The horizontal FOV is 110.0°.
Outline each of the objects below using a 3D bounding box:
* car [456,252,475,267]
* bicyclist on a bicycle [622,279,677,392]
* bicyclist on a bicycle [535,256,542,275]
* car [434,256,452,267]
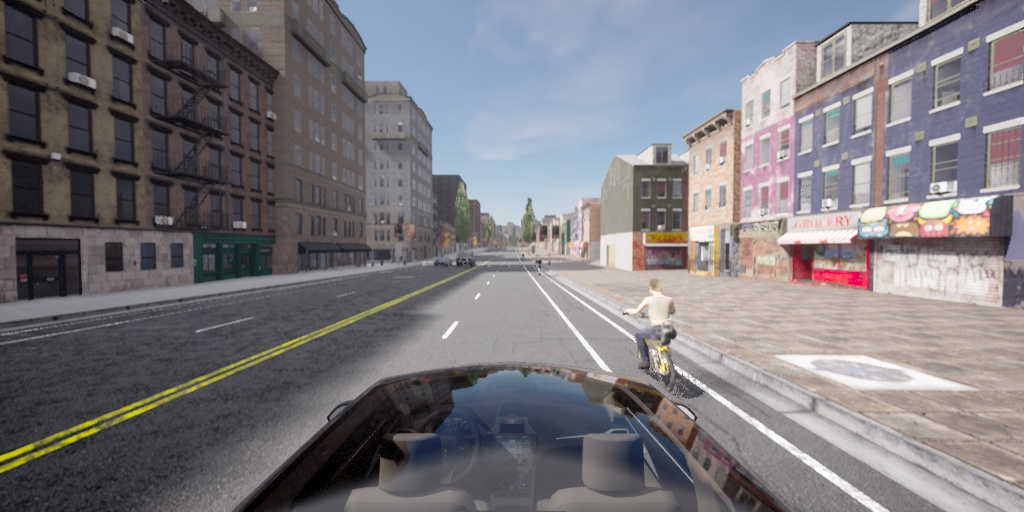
[{"bbox_3d":[-6.448,0.445,50.433,2.150,2.045,5.566,0,0,0],"label":"car"},{"bbox_3d":[2.244,1.159,5.691,0.866,1.612,1.509,0,0,0],"label":"bicyclist on a bicycle"},{"bbox_3d":[2.287,0.850,31.072,0.659,1.776,1.843,0,1,0],"label":"bicyclist on a bicycle"},{"bbox_3d":[-9.694,0.760,50.849,2.033,1.411,5.357,0,1,0],"label":"car"}]
